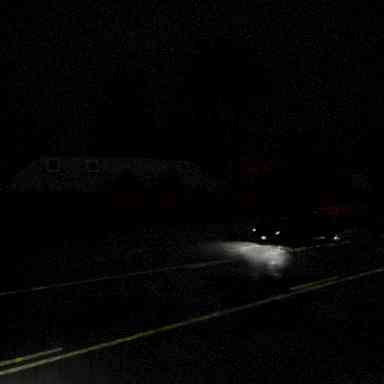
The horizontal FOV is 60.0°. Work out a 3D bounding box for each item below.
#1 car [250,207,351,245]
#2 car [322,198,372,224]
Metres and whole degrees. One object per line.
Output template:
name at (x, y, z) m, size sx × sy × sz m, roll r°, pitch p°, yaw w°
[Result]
car at (5.370, 1.690, 16.548) m, size 5.357 × 1.411 × 2.033 m, roll 1°, pitch -1°, yaw -36°
car at (11.510, 1.456, 25.332) m, size 5.566 × 2.045 × 2.150 m, roll 1°, pitch -1°, yaw -36°
